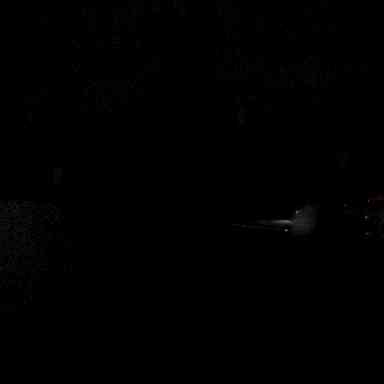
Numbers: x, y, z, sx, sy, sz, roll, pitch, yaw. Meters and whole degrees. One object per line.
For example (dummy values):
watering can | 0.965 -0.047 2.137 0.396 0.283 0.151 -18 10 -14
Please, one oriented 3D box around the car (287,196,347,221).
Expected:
car | 7.925 0.983 21.084 4.181 1.385 1.994 -2 1 -36

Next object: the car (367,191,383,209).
car | 16.198 0.571 27.034 5.008 1.535 1.882 -2 1 -35
